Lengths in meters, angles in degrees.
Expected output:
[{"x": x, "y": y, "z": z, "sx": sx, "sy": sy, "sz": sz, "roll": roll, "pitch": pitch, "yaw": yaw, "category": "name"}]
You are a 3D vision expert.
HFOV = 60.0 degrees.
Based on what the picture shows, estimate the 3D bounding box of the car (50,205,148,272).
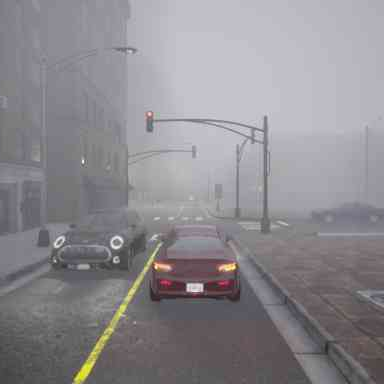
[{"x": -2.760, "y": 1.352, "z": 10.878, "sx": 2.097, "sy": 1.767, "sz": 4.553, "roll": 0, "pitch": 0, "yaw": 2, "category": "car"}]

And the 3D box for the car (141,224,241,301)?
[{"x": 0.083, "y": 1.526, "z": 8.184, "sx": 1.812, "sy": 1.442, "sz": 4.674, "roll": 0, "pitch": 0, "yaw": 1, "category": "car"}]

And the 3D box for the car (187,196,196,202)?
[{"x": -0.076, "y": 1.567, "z": 76.160, "sx": 1.812, "sy": 1.442, "sz": 4.674, "roll": 0, "pitch": 0, "yaw": 0, "category": "car"}]

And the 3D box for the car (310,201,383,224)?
[{"x": 11.102, "y": 1.432, "z": 23.886, "sx": 5.008, "sy": 1.535, "sz": 1.882, "roll": 0, "pitch": 0, "yaw": 0, "category": "car"}]
